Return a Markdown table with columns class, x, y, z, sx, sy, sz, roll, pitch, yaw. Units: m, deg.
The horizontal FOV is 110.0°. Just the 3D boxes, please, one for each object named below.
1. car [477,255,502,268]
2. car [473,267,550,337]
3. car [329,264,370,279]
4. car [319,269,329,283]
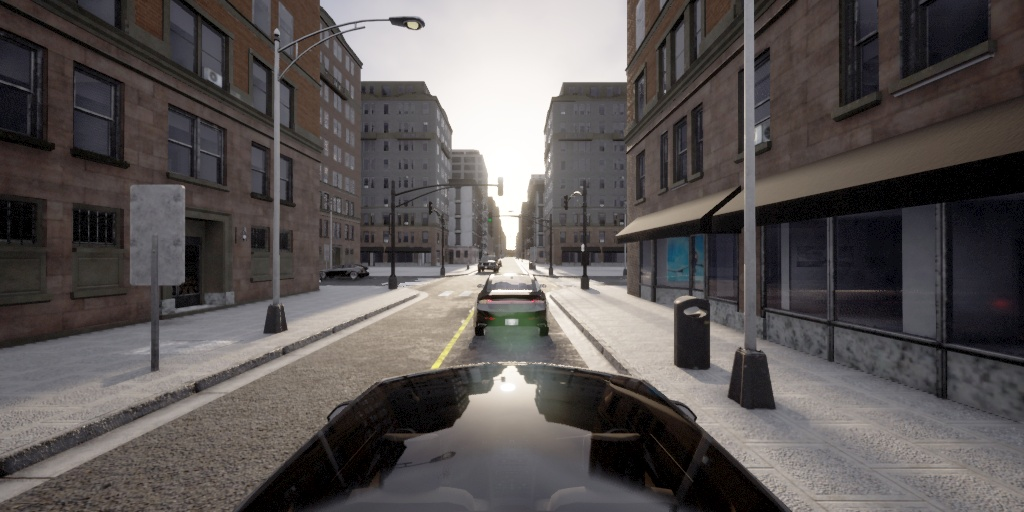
| class | x | y | z | sx | sy | sz | roll | pitch | yaw |
| --- | --- | --- | --- | --- | --- | --- | --- | --- | --- |
| car | -2.851 | 0.945 | 44.083 | 2.150 | 2.045 | 5.566 | 0 | 0 | 3 |
| car | -0.005 | 1.242 | 10.332 | 2.128 | 1.511 | 4.902 | 0 | 0 | 0 |
| car | -14.783 | 1.330 | 31.493 | 4.313 | 1.339 | 1.948 | 0 | 0 | 0 |
| car | -14.783 | 1.289 | 23.466 | 4.313 | 1.339 | 1.948 | 0 | 0 | 0 |
